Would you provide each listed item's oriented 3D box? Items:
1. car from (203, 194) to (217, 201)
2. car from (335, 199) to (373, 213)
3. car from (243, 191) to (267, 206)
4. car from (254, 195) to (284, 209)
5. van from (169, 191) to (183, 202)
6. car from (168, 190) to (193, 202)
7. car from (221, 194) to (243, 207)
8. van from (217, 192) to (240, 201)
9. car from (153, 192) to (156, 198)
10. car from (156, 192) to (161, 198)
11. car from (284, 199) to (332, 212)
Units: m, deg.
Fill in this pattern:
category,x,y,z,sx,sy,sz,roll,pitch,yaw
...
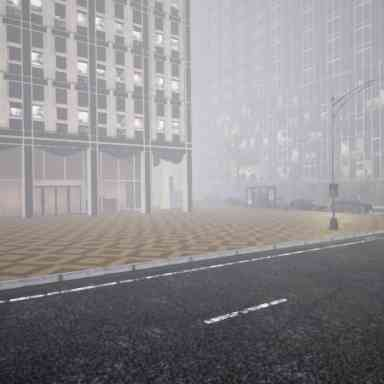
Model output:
category,x,y,z,sx,sy,sz,roll,pitch,yaw
car,3.756,1.034,64.802,1.802,1.307,4.206,-1,1,-34
car,16.820,1.400,35.348,1.994,1.385,4.181,-1,1,-34
car,10.038,0.950,45.290,2.150,2.045,5.566,-1,1,-34
car,9.545,1.381,41.238,1.802,1.307,4.206,-1,1,-34
van,-3.168,0.930,60.080,1.690,1.788,3.998,-1,1,-34
car,-2.269,0.747,63.503,2.150,2.045,5.566,-1,1,-34
car,6.392,1.312,45.966,1.947,1.339,4.313,-1,1,-34
van,6.957,0.846,60.103,1.690,1.788,3.998,-1,1,-34
car,-9.051,0.677,83.584,1.967,1.590,4.097,-1,1,-34
car,-5.849,0.606,78.887,2.192,1.841,5.009,-1,1,-34
car,12.733,1.417,36.530,1.947,1.339,4.313,-1,1,-34
